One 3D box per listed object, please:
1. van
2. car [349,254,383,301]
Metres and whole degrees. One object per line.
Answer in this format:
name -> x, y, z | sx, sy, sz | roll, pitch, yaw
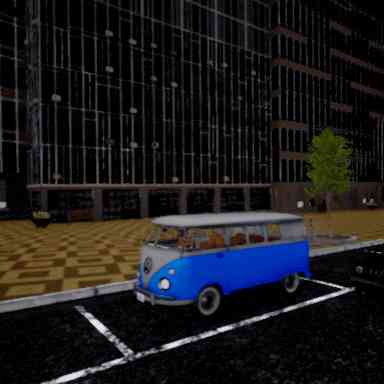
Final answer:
van -> 0.799, 1.355, 7.147 | 3.998, 1.788, 1.690 | 0, -1, -35
car -> 5.477, 1.627, 7.231 | 4.718, 1.301, 1.895 | 0, 0, -35
